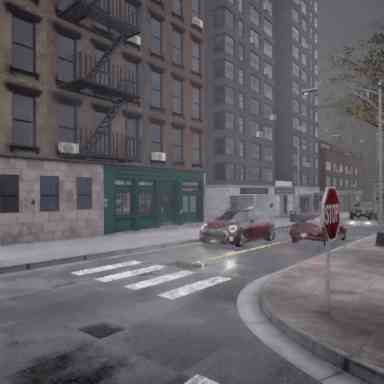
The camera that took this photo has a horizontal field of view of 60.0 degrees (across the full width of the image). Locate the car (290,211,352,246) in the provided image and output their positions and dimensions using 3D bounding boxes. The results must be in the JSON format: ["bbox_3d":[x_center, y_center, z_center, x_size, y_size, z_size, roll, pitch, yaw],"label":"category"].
[{"bbox_3d":[6.669,1.897,17.358,1.812,1.442,4.674,0,-2,39],"label":"car"}]

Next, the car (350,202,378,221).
[{"bbox_3d":[20.076,2.197,38.830,2.150,2.045,5.566,0,-2,39],"label":"car"}]

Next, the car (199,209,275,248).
[{"bbox_3d":[2.359,1.668,16.686,2.097,1.767,4.553,0,-1,39],"label":"car"}]
